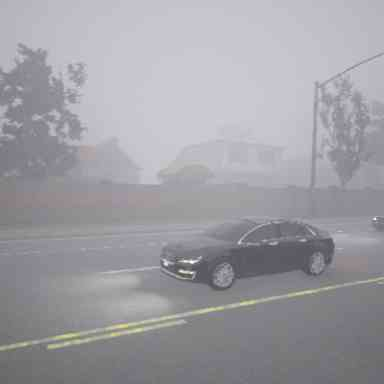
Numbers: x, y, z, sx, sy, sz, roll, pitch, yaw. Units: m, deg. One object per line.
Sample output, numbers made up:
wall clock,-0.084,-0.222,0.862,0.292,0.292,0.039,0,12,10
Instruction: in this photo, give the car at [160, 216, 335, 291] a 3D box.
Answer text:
car,1.566,1.406,8.664,4.892,1.490,1.837,1,1,-28

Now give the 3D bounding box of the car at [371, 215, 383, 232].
car,12.026,1.556,18.195,4.718,1.301,1.895,1,1,-28
